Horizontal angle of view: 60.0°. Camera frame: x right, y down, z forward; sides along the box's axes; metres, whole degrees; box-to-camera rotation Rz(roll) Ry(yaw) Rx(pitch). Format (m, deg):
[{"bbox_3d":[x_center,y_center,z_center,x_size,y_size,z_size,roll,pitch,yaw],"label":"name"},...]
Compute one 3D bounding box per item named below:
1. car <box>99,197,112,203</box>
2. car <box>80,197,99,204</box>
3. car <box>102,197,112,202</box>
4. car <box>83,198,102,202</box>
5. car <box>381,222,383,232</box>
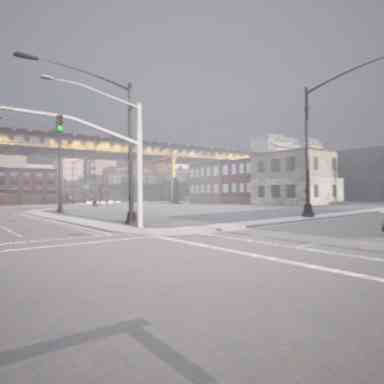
[{"bbox_3d":[-22.157,2.198,86.740,2.038,1.542,4.974,-1,0,-5],"label":"car"},{"bbox_3d":[-25.888,2.239,86.663,4.974,1.542,2.038,-1,0,25],"label":"car"},{"bbox_3d":[-22.164,2.041,86.793,1.853,1.218,4.536,-1,0,-5],"label":"car"},{"bbox_3d":[-25.937,2.082,86.685,4.536,1.218,1.853,-1,0,25],"label":"car"},{"bbox_3d":[11.632,1.398,16.739,5.357,1.411,2.033,-1,0,-36],"label":"car"}]
